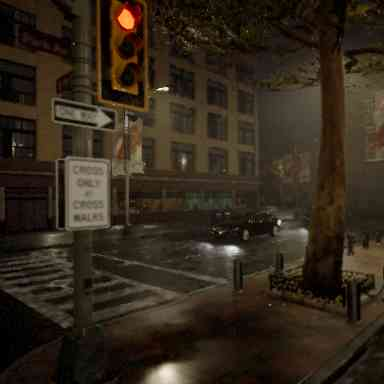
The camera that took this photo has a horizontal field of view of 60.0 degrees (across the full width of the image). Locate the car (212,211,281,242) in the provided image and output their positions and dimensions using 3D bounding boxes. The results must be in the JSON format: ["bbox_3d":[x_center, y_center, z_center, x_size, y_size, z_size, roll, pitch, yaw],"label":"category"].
[{"bbox_3d":[3.173,1.841,18.697,4.892,1.490,1.837,0,-2,-45],"label":"car"}]

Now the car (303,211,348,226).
[{"bbox_3d":[10.464,1.881,25.950,4.902,1.511,2.128,0,-2,-45],"label":"car"}]
